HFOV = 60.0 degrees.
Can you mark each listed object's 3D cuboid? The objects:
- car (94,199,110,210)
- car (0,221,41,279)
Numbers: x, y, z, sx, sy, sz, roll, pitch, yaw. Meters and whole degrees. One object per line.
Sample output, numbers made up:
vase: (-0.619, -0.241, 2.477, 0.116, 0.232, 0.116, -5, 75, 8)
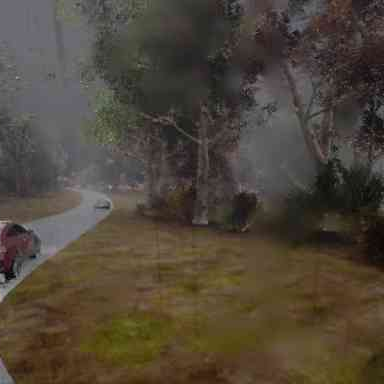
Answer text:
car: (-12.545, 1.698, 46.465, 1.994, 1.385, 4.181, -1, 1, -12)
car: (-5.848, 1.583, 9.843, 1.812, 1.442, 4.674, 0, 0, -15)
